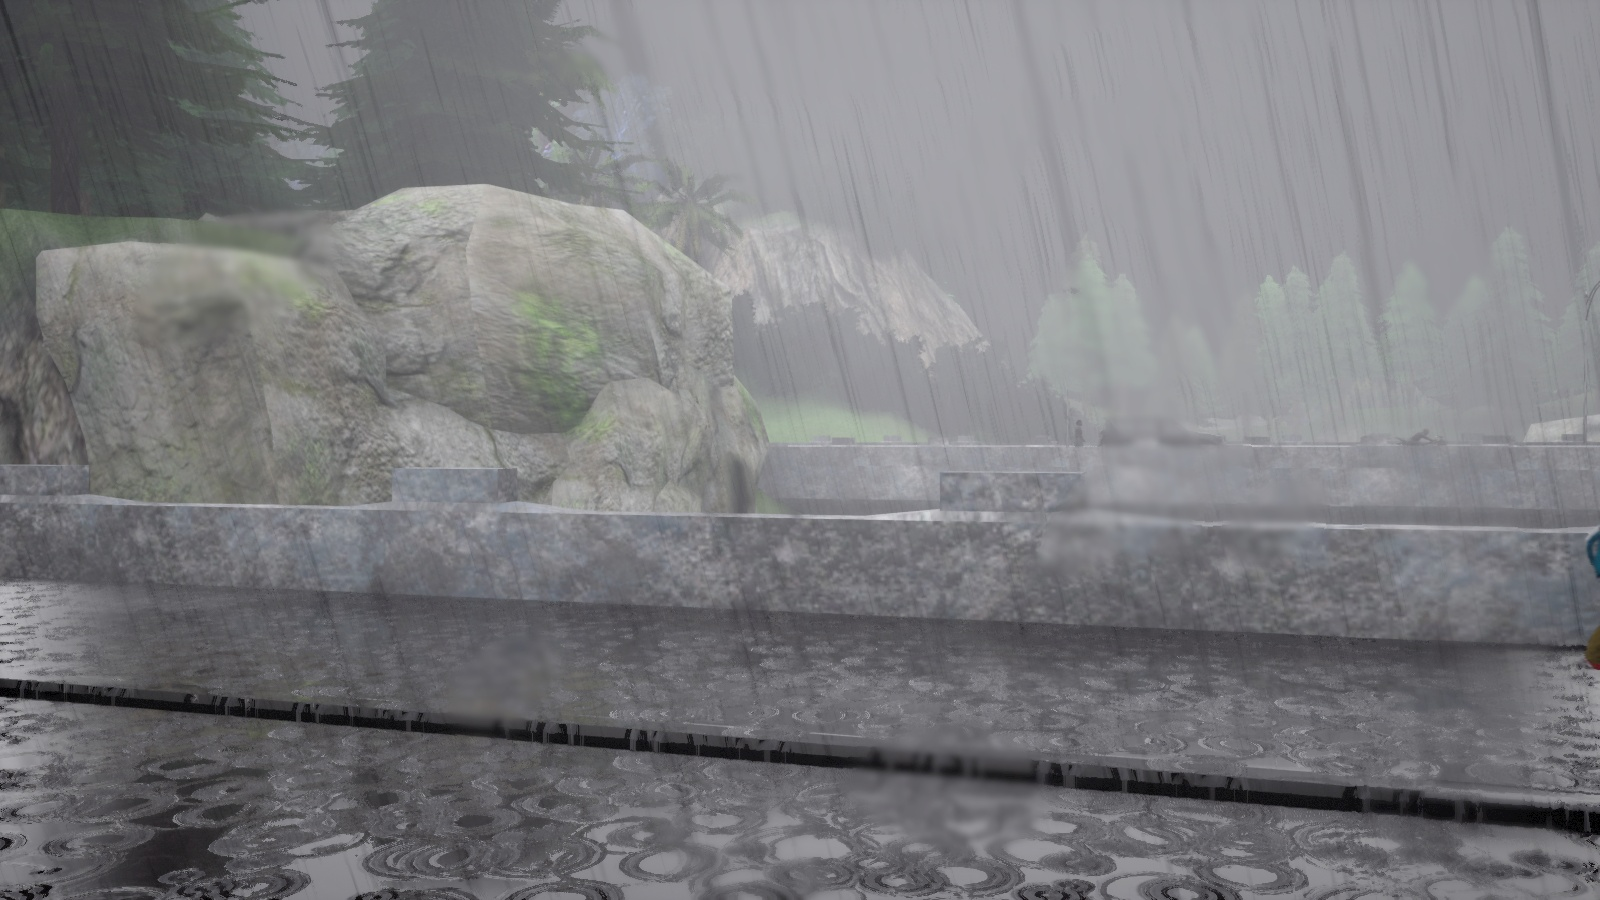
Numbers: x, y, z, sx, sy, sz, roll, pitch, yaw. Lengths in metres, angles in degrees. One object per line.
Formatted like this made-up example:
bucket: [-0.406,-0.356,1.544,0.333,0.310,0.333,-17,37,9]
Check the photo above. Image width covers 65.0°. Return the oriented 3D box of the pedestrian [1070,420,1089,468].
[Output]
pedestrian: [11.339,-0.237,50.962,0.666,1.930,0.402,1,1,28]

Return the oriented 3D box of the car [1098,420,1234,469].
car: [15.959,-0.272,54.798,5.566,2.045,2.150,1,1,19]

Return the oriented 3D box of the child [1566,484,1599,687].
child: [4.942,0.814,7.584,0.448,1.192,0.343,0,1,16]

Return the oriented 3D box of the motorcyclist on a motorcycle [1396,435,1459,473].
motorcyclist on a motorcycle: [25.739,0.133,51.523,2.191,1.530,0.866,0,1,19]
